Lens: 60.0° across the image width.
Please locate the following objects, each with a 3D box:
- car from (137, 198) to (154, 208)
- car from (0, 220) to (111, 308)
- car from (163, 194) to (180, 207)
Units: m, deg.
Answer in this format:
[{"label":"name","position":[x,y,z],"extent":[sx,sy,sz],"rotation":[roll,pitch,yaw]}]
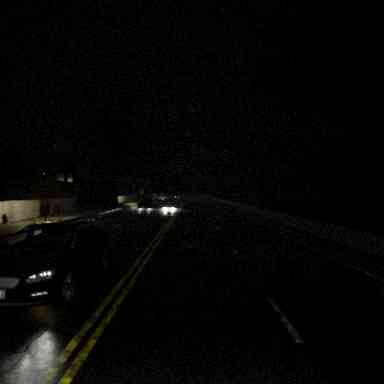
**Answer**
[{"label":"car","position":[-6.594,1.525,48.160],"extent":[2.033,1.411,5.357],"rotation":[0,0,0]},{"label":"car","position":[-3.353,1.489,8.127],"extent":[2.128,1.511,4.902],"rotation":[0,0,0]},{"label":"car","position":[-3.340,1.468,50.346],"extent":[2.128,1.511,4.902],"rotation":[0,0,0]}]
